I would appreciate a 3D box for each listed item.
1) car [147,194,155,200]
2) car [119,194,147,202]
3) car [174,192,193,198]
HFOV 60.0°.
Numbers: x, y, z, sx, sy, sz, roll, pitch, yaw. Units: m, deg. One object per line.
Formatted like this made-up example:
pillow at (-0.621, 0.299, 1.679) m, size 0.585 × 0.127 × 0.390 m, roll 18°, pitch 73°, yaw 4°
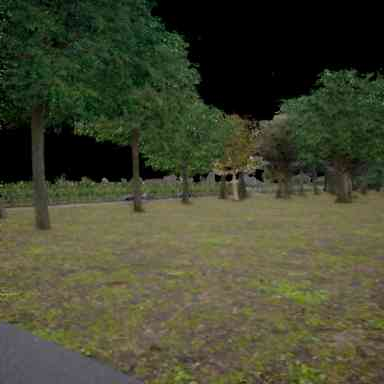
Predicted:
car at (-9.436, 1.068, 67.689) m, size 1.994 × 1.385 × 4.181 m, roll -2°, pitch 0°, yaw 36°
car at (-10.969, 1.190, 60.824) m, size 1.895 × 1.301 × 4.718 m, roll -2°, pitch 0°, yaw 36°
car at (-1.748, 0.682, 73.693) m, size 1.895 × 1.301 × 4.718 m, roll -2°, pitch 0°, yaw 36°
